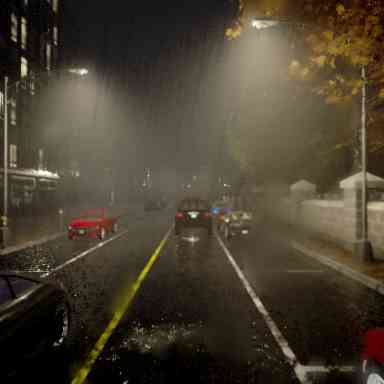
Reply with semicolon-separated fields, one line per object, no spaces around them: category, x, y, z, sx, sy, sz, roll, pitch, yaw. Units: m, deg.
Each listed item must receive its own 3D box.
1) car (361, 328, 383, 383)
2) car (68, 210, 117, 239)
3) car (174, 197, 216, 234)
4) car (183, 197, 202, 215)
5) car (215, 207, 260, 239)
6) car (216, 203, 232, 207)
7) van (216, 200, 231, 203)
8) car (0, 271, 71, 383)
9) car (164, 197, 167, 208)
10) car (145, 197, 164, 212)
car;2.566;1.561;1.623;1.887;1.381;4.507;0;-1;0
car;-5.317;1.710;18.260;1.887;1.381;4.507;0;-1;0
car;0.088;1.409;20.663;2.150;2.045;5.566;0;0;0
car;0.095;1.581;40.545;2.150;2.045;5.566;0;-1;0
car;2.564;1.716;18.258;2.008;1.369;4.403;0;-1;0
car;2.563;1.759;23.803;1.887;1.381;4.507;0;-1;0
van;2.563;1.605;29.350;1.690;1.788;3.998;0;-1;0
car;-2.844;1.596;3.433;1.994;1.385;4.181;0;-1;0
car;-5.391;1.816;57.072;2.192;1.841;5.009;0;0;0
car;-5.320;1.848;45.985;1.967;1.590;4.097;0;0;0
